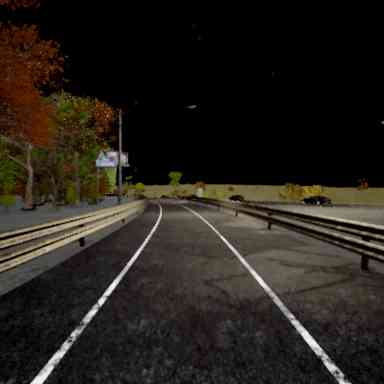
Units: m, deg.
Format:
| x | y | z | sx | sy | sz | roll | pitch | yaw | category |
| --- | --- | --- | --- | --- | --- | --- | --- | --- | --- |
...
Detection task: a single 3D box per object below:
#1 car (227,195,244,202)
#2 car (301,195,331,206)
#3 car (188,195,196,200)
| x | y | z | sx | sy | sz | roll | pitch | yaw | category |
| --- | --- | --- | --- | --- | --- | --- | --- | --- | --- |
| 9.335 | 1.362 | 71.056 | 1.837 | 1.490 | 4.892 | 0 | 0 | -24 | car |
| 18.526 | 1.244 | 49.939 | 1.882 | 1.535 | 5.008 | 0 | 0 | -24 | car |
| -0.256 | 1.477 | 93.091 | 1.812 | 1.442 | 4.674 | 0 | 0 | -24 | car |
